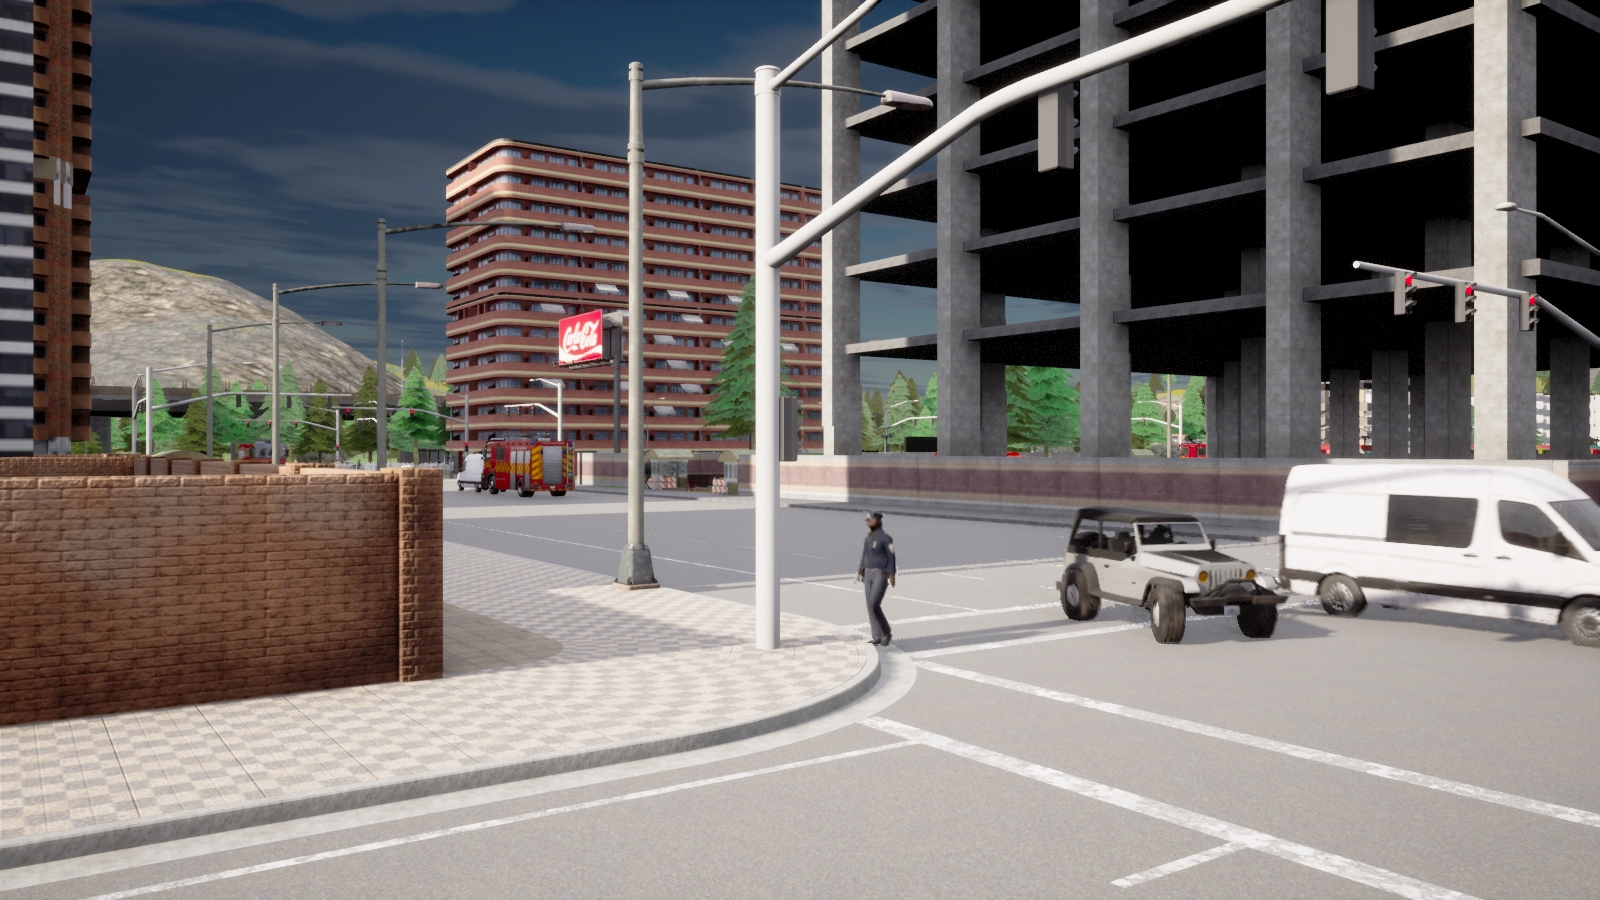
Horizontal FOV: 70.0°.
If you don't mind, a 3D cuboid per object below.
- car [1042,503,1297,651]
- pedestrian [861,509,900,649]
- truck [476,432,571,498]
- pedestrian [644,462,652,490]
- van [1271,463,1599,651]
[{"bbox_3d":[5.653,1.857,17.999,1.905,1.878,3.866,0,0,-18],"label":"car"},{"bbox_3d":[1.106,1.754,15.691,0.375,1.860,0.375,0,0,-41],"label":"pedestrian"},{"bbox_3d":[-17.186,0.889,70.593,2.891,3.827,8.468,0,0,-34],"label":"truck"},{"bbox_3d":[-9.940,1.694,74.619,0.375,1.860,0.375,0,0,43],"label":"pedestrian"},{"bbox_3d":[10.798,1.533,18.231,1.988,2.561,5.915,0,0,-36],"label":"van"}]
